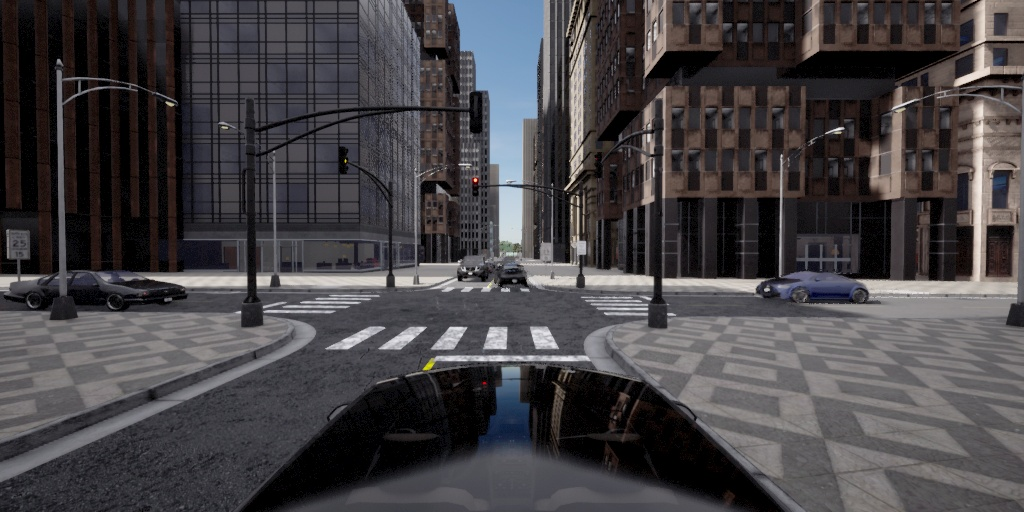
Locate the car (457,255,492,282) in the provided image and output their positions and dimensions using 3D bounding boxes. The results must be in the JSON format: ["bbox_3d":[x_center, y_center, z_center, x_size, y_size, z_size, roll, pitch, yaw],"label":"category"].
[{"bbox_3d":[-3.112,0.958,29.570,2.150,2.045,5.566,0,0,0],"label":"car"}]

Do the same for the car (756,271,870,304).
[{"bbox_3d":[13.807,1.401,16.608,4.181,1.385,1.994,0,1,0],"label":"car"}]

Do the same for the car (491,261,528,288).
[{"bbox_3d":[-0.106,1.246,23.786,1.837,1.490,4.892,-3,0,-6],"label":"car"}]

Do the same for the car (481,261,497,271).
[{"bbox_3d":[-3.110,1.317,49.762,1.895,1.301,4.718,0,0,0],"label":"car"}]

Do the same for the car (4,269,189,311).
[{"bbox_3d":[-15.372,1.203,13.377,5.357,1.411,2.033,1,1,2],"label":"car"}]
